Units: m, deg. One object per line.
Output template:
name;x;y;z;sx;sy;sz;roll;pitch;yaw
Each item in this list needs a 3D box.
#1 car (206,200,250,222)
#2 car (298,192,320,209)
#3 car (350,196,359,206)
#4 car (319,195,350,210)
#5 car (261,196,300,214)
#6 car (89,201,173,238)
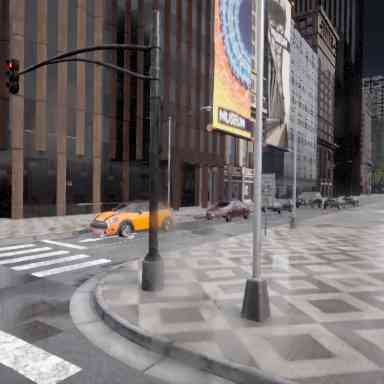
car;2.881;1.392;25.630;1.812;1.442;4.674;1;1;36
car;15.091;1.005;42.771;2.150;2.045;5.566;1;1;35
car;23.637;1.297;49.583;1.837;1.490;4.892;1;1;35
car;17.654;1.342;41.044;1.837;1.490;4.892;1;1;36
car;8.893;1.373;34.113;2.033;1.411;5.357;1;1;35
car;-3.060;1.258;17.276;2.097;1.767;4.553;1;1;36
